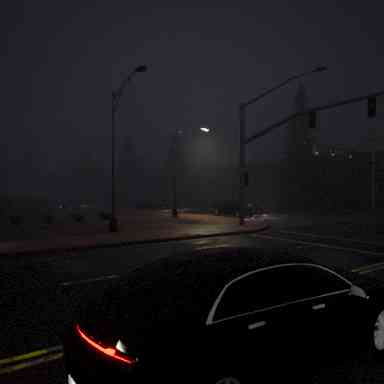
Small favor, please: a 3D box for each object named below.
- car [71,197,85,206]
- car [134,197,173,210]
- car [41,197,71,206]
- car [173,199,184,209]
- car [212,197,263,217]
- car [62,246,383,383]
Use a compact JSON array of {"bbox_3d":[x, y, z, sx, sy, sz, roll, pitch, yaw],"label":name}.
[{"bbox_3d":[-20.063,1.565,55.457,4.181,1.385,1.994,0,0,19],"label":"car"},{"bbox_3d":[-5.303,1.547,42.507,5.357,1.411,2.033,0,0,45],"label":"car"},{"bbox_3d":[-22.038,1.541,52.470,4.674,1.442,1.812,0,0,16],"label":"car"},{"bbox_3d":[-3.277,1.504,45.200,4.892,1.490,1.837,0,0,43],"label":"car"},{"bbox_3d":[3.864,1.505,30.911,1.837,1.490,4.892,0,0,-36],"label":"car"},{"bbox_3d":[0.894,1.505,4.435,4.892,1.490,1.837,0,0,-35],"label":"car"}]
